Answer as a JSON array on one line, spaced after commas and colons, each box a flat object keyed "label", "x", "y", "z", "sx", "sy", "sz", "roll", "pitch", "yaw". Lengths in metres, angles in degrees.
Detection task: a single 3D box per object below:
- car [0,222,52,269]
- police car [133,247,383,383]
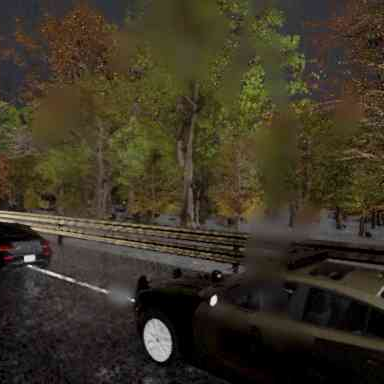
[{"label": "car", "x": -6.249, "y": 1.684, "z": 10.757, "sx": 4.674, "sy": 1.442, "sz": 1.812, "roll": 0, "pitch": -2, "yaw": 41}, {"label": "police car", "x": 1.263, "y": 1.560, "z": 4.226, "sx": 5.238, "sy": 1.638, "sz": 1.930, "roll": 0, "pitch": -2, "yaw": 41}]
